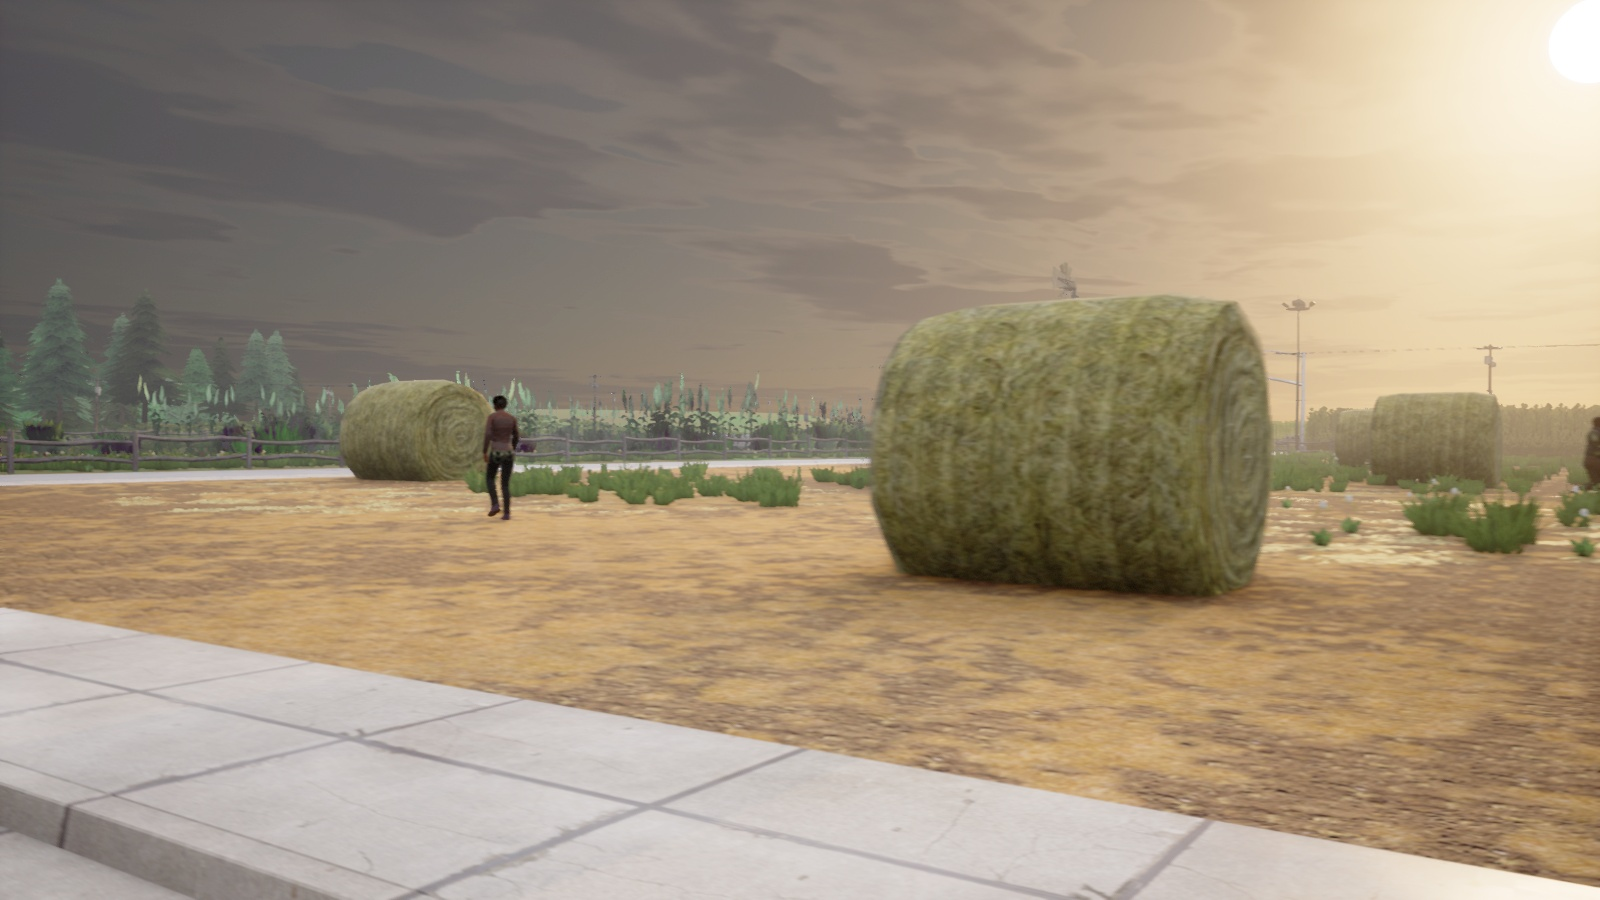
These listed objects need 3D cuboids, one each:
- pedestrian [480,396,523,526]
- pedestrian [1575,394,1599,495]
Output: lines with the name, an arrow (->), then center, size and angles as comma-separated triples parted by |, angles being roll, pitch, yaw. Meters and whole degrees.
pedestrian -> -4.262, 0.151, 17.904 | 0.328, 1.805, 0.869 | -1, 1, -31
pedestrian -> 15.279, -0.110, 24.039 | 0.692, 1.930, 0.395 | 0, 1, 20
